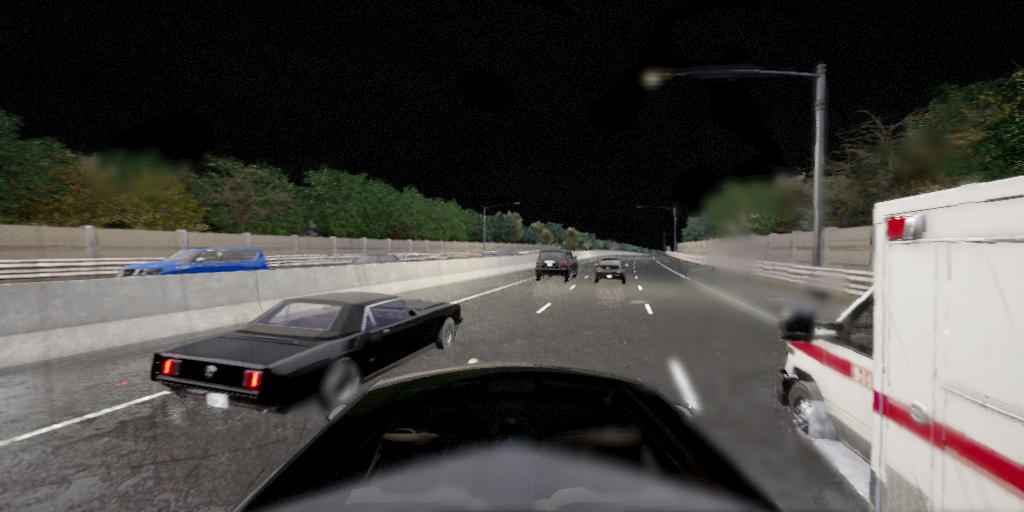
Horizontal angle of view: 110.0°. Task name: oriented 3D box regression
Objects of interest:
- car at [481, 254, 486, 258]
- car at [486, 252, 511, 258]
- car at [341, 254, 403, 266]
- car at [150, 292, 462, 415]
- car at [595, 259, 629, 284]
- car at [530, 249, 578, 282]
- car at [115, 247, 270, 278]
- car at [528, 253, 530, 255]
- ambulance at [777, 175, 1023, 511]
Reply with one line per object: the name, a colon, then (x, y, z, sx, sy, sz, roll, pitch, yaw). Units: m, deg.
car: (-3.598, 0.007, 60.109, 2.128, 1.511, 4.902, 1, 1, 20)
car: (-1.622, 0.132, 55.183, 2.128, 1.511, 4.902, 1, 1, 19)
car: (-8.733, 0.668, 22.401, 2.097, 1.767, 4.553, 1, 1, 17)
car: (-2.573, 1.261, 6.036, 1.895, 1.301, 4.718, 1, 1, 17)
car: (6.480, 0.896, 23.431, 1.837, 1.490, 4.892, 1, 1, 18)
car: (3.127, 0.570, 24.436, 2.150, 2.045, 5.566, 1, 1, 18)
car: (-14.217, 0.610, 16.541, 2.150, 2.045, 5.566, 1, 1, 17)
car: (4.014, -0.115, 60.677, 2.097, 1.767, 4.553, 1, 1, 20)
ambulance: (3.138, 0.887, 1.058, 2.351, 2.431, 6.366, 1, 1, 17)
